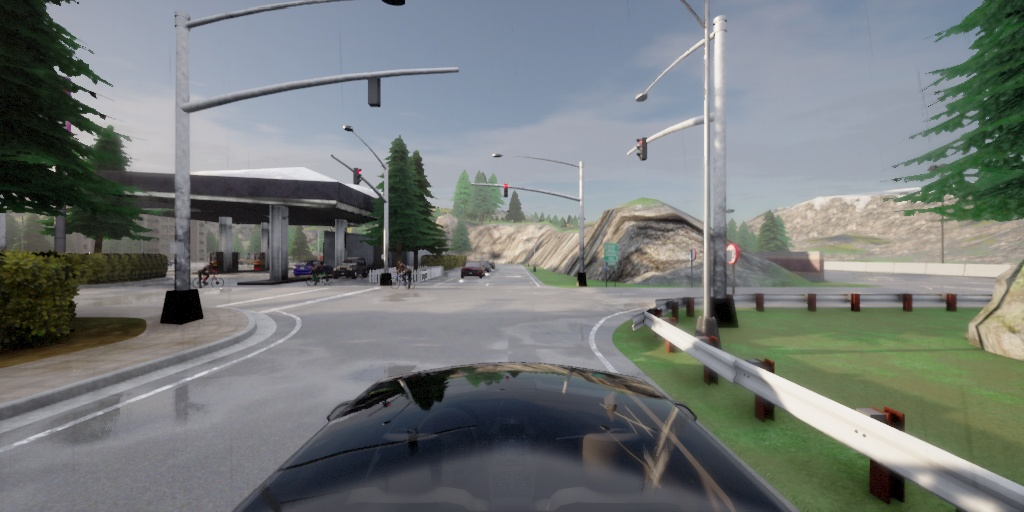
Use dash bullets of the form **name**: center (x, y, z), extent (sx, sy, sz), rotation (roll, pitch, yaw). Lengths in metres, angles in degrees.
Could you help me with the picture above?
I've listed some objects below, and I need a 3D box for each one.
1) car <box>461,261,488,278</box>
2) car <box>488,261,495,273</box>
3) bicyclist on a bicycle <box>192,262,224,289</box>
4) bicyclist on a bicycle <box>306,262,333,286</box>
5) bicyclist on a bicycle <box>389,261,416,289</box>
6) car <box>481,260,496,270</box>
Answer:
- **car**: center (-3.566, 1.224, 33.445), extent (1.882, 1.535, 5.008), rotation (0, 0, 0)
- **car**: center (-3.552, 1.293, 43.737), extent (2.033, 1.411, 5.357), rotation (0, 0, 0)
- **bicyclist on a bicycle**: center (-18.532, 1.188, 21.888), extent (1.656, 1.620, 0.582), rotation (0, -1, -15)
- **bicyclist on a bicycle**: center (-13.076, 1.201, 24.352), extent (1.656, 1.620, 0.582), rotation (0, 0, -40)
- **bicyclist on a bicycle**: center (-6.283, 1.113, 20.564), extent (1.656, 1.620, 0.582), rotation (0, -1, 12)
- **car**: center (-3.522, 1.345, 53.971), extent (1.895, 1.301, 4.718), rotation (0, 0, 0)
